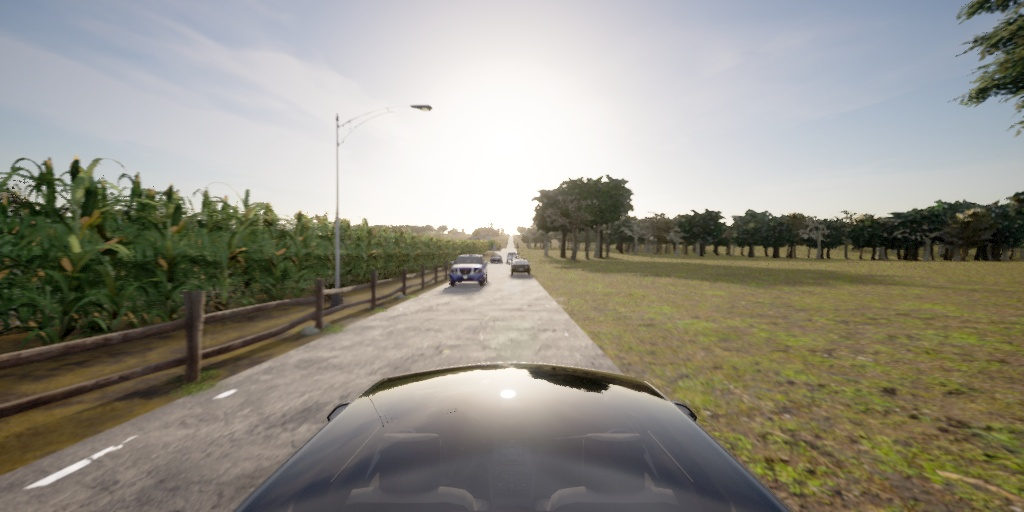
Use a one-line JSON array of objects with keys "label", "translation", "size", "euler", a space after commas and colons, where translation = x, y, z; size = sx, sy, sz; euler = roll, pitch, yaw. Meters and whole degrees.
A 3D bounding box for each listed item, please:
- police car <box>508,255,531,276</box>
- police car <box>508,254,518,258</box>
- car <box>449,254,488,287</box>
[{"label": "police car", "translation": [0.832, 1.016, 35.572], "size": [1.930, 1.638, 5.238], "euler": [0, 1, 0]}, {"label": "police car", "translation": [0.834, 0.886, 45.573], "size": [1.930, 1.638, 5.238], "euler": [0, 1, 0]}, {"label": "car", "translation": [-2.845, 0.907, 24.583], "size": [2.150, 2.045, 5.566], "euler": [0, 1, 0]}]
